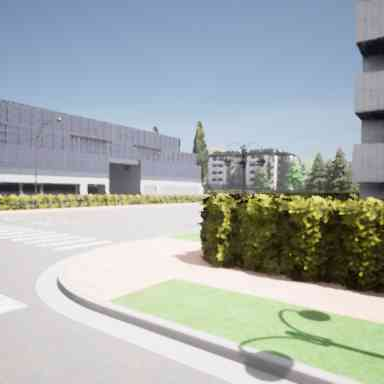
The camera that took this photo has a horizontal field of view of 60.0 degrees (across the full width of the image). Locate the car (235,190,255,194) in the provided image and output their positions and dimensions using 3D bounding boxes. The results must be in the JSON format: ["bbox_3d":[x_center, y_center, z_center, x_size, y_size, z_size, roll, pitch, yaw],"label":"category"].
[{"bbox_3d":[8.033,0.769,50.677,2.150,2.045,5.566,1,1,31],"label":"car"}]
